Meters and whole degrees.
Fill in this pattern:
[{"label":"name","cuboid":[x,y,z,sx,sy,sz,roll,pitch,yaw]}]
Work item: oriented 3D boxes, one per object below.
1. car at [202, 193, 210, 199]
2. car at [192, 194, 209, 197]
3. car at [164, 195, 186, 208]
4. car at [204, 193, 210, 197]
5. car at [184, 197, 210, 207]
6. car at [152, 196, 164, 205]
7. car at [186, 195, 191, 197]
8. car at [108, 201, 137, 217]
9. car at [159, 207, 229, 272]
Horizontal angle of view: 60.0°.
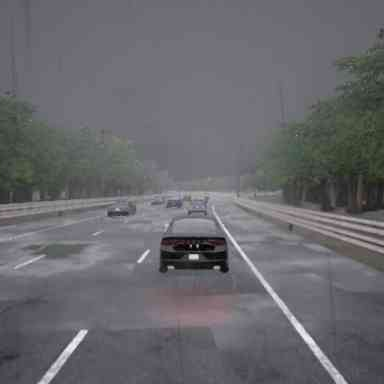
[{"label":"car","cuboid":[3.871,1.056,90.094,2.097,1.767,4.553,0,0,4]},{"label":"car","cuboid":[1.326,1.434,50.299,1.812,1.442,4.674,0,0,3]},{"label":"car","cuboid":[-2.301,1.383,46.061,1.882,1.535,5.008,0,0,3]},{"label":"car","cuboid":[2.543,1.283,70.348,1.882,1.535,5.008,0,0,4]},{"label":"car","cuboid":[0.570,1.491,32.671,2.033,1.411,5.357,0,0,2]},{"label":"car","cuboid":[-5.417,1.417,54.986,2.033,1.411,5.357,0,0,4]},{"label":"car","cuboid":[-0.925,1.310,69.515,1.837,1.490,4.892,0,0,4]},{"label":"car","cuboid":[-6.401,1.504,30.907,1.994,1.385,4.181,0,0,2]},{"label":"car","cuboid":[0.076,1.464,10.764,1.882,1.535,5.008,0,0,1]}]
